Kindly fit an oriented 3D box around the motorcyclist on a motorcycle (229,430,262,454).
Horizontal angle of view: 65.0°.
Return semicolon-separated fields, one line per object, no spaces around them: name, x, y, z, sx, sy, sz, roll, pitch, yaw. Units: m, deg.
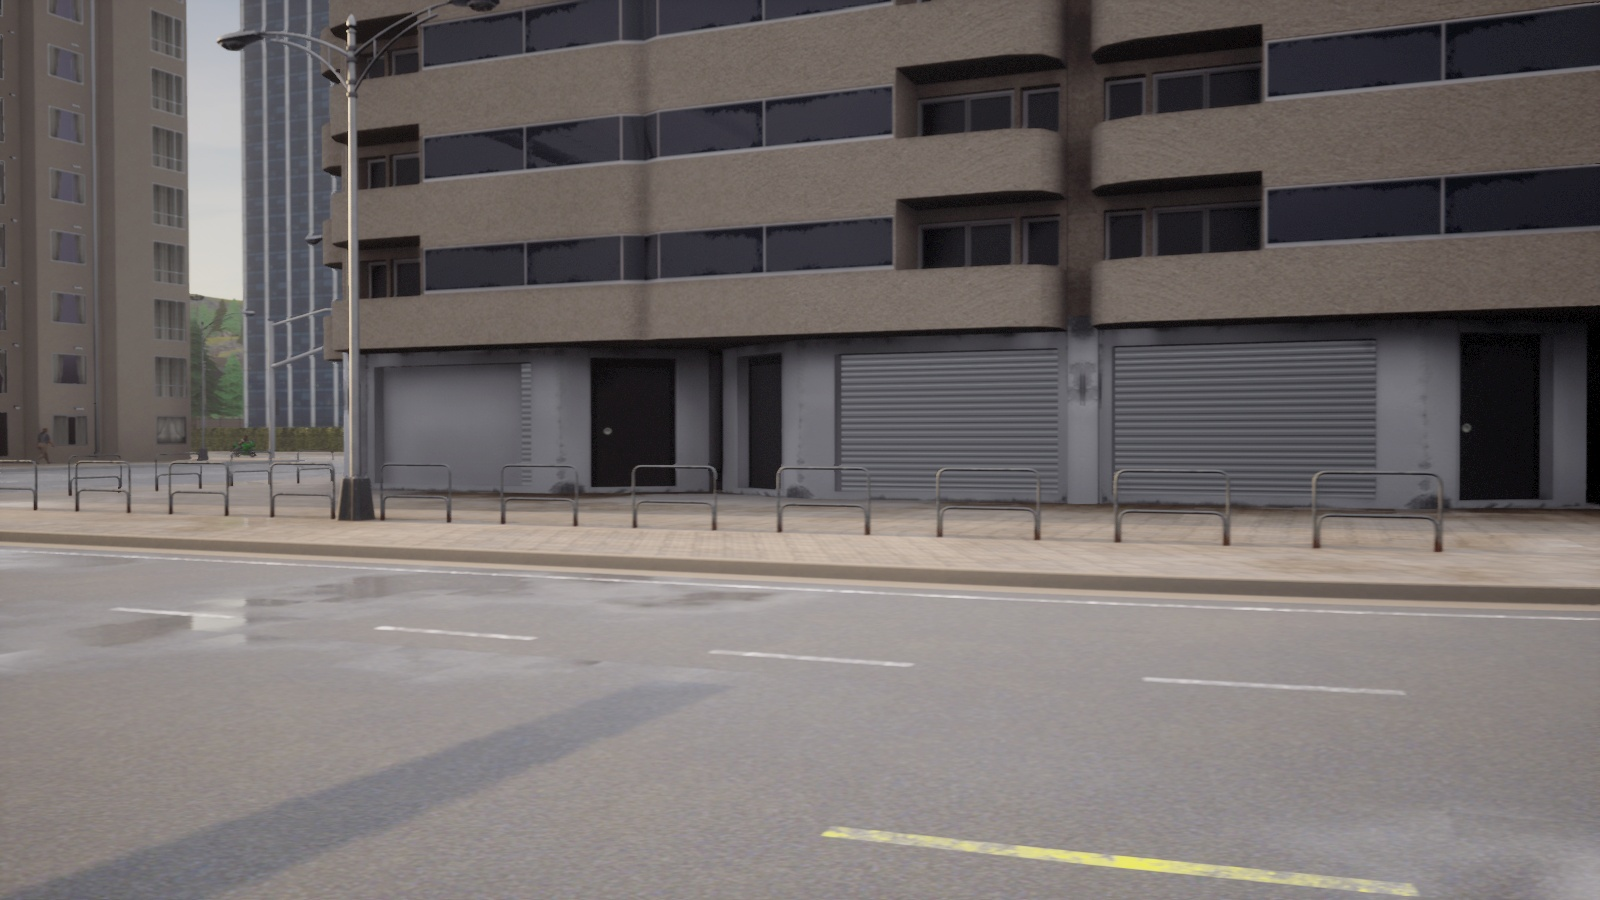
motorcyclist on a motorcycle;-36.504;-0.526;82.733;2.044;1.523;0.797;1;1;22

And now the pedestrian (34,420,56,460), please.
pedestrian;-35.406;-0.487;58.883;0.540;1.848;0.694;1;1;21
